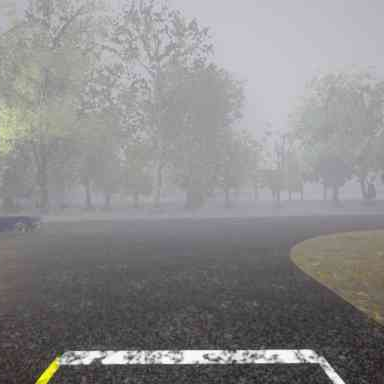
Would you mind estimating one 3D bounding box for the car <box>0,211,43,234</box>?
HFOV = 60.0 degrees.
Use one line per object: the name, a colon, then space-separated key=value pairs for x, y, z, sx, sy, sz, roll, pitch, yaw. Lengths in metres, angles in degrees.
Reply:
car: x=-11.096 y=1.705 z=18.893 sx=4.718 sy=1.301 sz=1.895 roll=-1 pitch=1 yaw=-9
